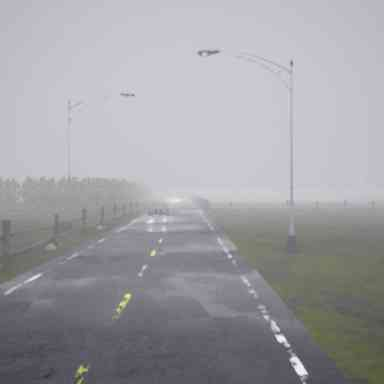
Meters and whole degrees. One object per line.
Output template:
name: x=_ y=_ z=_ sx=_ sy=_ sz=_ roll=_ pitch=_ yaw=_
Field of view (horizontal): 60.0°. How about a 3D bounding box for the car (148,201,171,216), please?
car: x=-3.098 y=1.593 z=32.160 sx=1.994 sy=1.385 sz=4.181 roll=0 pitch=0 yaw=-1
